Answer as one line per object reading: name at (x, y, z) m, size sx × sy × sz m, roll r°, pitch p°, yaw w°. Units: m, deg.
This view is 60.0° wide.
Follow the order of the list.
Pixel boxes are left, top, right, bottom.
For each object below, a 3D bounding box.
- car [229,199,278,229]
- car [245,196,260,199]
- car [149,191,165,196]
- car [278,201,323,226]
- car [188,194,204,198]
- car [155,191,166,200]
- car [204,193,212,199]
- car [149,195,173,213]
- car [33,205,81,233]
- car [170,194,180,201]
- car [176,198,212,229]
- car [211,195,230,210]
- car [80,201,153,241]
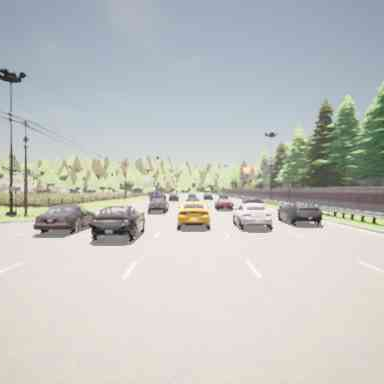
car at (3.603, 1.404, 20.221) m, size 1.812 × 1.442 × 4.674 m, roll 0°, pitch 0°, yaw 0°
car at (7.105, 1.253, 39.609) m, size 2.128 × 1.511 × 4.902 m, roll 0°, pitch 0°, yaw 0°
car at (-6.990, 0.842, 63.948) m, size 2.150 × 2.045 × 5.566 m, roll 0°, pitch 0°, yaw 0°
car at (7.103, 1.356, 22.343) m, size 2.128 × 1.511 × 4.902 m, roll 0°, pitch 0°, yaw 0°
car at (0.106, 1.324, 40.257) m, size 1.994 × 1.385 × 4.181 m, roll 0°, pitch 0°, yaw 0°
car at (-6.988, 0.746, 74.307) m, size 2.097 × 1.767 × 4.553 m, roll 0°, pitch 0°, yaw 0°
car at (3.512, 1.038, 73.502) m, size 1.882 × 1.535 × 5.008 m, roll 0°, pitch 0°, yaw 0°
car at (-3.395, 1.344, 34.249) m, size 2.033 × 1.411 × 5.357 m, roll 0°, pitch 0°, yaw 0°
car at (-6.898, 1.438, 18.680) m, size 2.033 × 1.411 × 5.357 m, roll 0°, pitch 0°, yaw 0°
car at (-3.489, 1.124, 63.972) m, size 1.837 × 1.490 × 4.892 m, roll 0°, pitch 1°, yaw 0°
car at (0.103, 1.354, 20.823) m, size 1.882 × 1.535 × 5.008 m, roll 0°, pitch 0°, yaw 0°
car at (3.605, 1.372, 38.174) m, size 1.895 × 1.301 × 4.718 m, roll 0°, pitch 0°, yaw 0°
car at (-3.397, 1.397, 16.017) m, size 2.128 × 1.511 × 4.902 m, roll 0°, pitch 0°, yaw 0°
